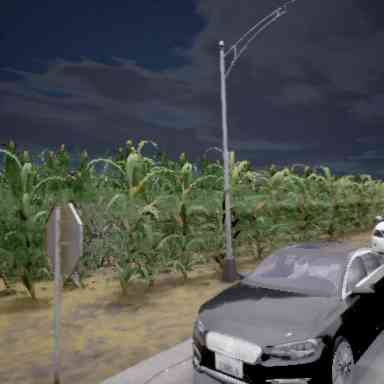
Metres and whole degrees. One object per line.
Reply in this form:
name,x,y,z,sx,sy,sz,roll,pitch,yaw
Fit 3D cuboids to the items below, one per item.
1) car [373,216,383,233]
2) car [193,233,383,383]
car,9.141,1.515,13.718,2.150,2.045,5.566,-4,-3,40
car,2.034,1.675,5.494,2.128,1.511,4.902,-4,-3,42
